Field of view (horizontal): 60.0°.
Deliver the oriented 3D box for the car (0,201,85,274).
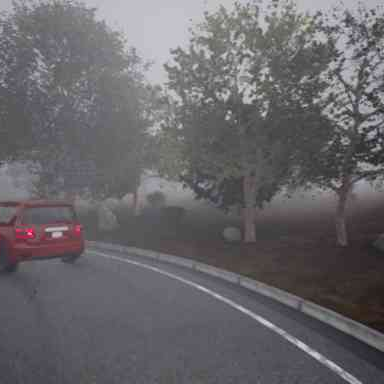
[{"bbox_3d":[-5.772,1.325,11.273,5.566,2.045,2.150,-1,-1,44],"label":"car"}]
